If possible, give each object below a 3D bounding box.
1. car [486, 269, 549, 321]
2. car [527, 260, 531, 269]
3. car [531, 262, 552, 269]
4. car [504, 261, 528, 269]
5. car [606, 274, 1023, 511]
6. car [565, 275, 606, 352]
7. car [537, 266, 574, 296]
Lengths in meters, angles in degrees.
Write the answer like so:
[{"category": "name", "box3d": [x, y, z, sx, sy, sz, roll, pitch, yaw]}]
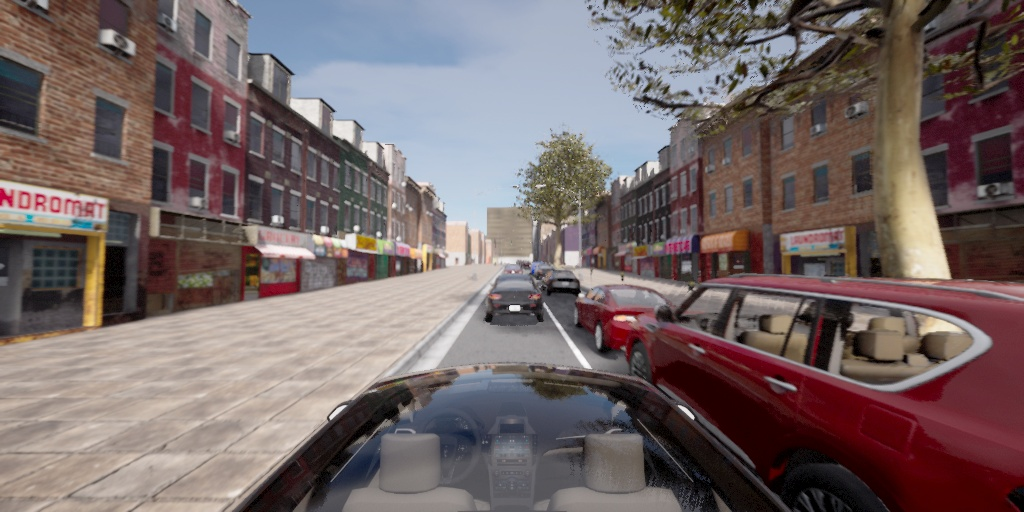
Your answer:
[{"category": "car", "box3d": [0.088, 1.347, 12.663, 1.812, 1.442, 4.674, 0, 0, 0]}, {"category": "car", "box3d": [3.015, 1.405, 40.123, 1.882, 1.535, 5.008, 0, 0, 0]}, {"category": "car", "box3d": [3.024, 1.427, 33.119, 1.812, 1.442, 4.674, 0, 0, 0]}, {"category": "car", "box3d": [0.098, 1.447, 32.631, 2.033, 1.411, 5.357, 0, 0, 0]}, {"category": "car", "box3d": [2.640, 1.076, 3.239, 2.192, 1.841, 5.009, 0, 0, 0]}, {"category": "car", "box3d": [2.640, 1.344, 8.797, 1.888, 1.381, 4.507, 0, 0, 0]}, {"category": "car", "box3d": [2.641, 1.421, 19.911, 1.948, 1.339, 4.313, 0, 0, 0]}]
